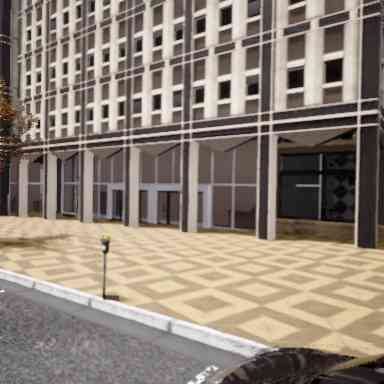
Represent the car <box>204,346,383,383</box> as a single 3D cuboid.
[{"bbox_3d":[1.818,1.569,1.564,4.313,1.339,1.947,0,1,36],"label":"car"}]
